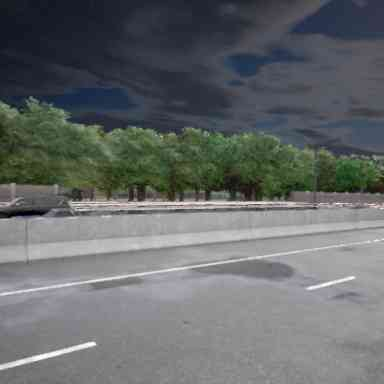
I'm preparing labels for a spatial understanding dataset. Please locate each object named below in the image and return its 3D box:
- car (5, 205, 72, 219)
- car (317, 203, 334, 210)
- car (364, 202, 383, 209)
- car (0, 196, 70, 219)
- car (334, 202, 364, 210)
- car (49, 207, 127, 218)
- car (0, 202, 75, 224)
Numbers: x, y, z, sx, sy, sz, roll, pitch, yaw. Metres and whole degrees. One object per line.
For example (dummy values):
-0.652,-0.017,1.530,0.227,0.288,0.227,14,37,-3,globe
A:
-8.106,1.662,19.706,4.718,1.301,1.895,1,-1,-35,car
20.392,2.292,48.594,4.718,1.301,1.895,1,-1,-35,car
24.945,2.055,43.252,4.553,1.767,2.097,1,-1,-35,car
-10.830,1.271,22.062,5.566,2.045,2.150,1,-1,-35,car
22.254,2.179,45.633,4.902,1.511,2.128,1,-1,-35,car
-4.983,1.643,17.634,4.181,1.385,1.994,1,-1,-35,car
-11.870,1.543,25.620,5.008,1.535,1.882,1,-1,-35,car
